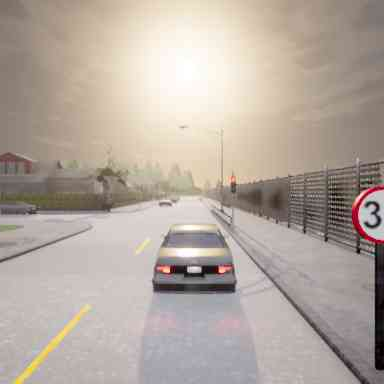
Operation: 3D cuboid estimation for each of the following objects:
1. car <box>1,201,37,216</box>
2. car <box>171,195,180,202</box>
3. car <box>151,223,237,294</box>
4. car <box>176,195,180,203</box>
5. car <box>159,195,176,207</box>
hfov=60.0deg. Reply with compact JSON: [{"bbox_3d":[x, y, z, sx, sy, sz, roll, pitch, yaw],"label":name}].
[{"bbox_3d":[-17.095,1.549,31.717,4.181,1.385,1.994,0,0,1],"label":"car"},{"bbox_3d":[-3.892,1.507,78.276,1.994,1.385,4.181,0,0,0],"label":"car"},{"bbox_3d":[0.066,1.543,8.921,2.033,1.411,5.357,0,0,1],"label":"car"},{"bbox_3d":[-3.951,1.447,65.084,1.882,1.535,5.008,0,0,0],"label":"car"},{"bbox_3d":[-4.025,1.523,51.761,2.033,1.411,5.357,0,0,0],"label":"car"}]
